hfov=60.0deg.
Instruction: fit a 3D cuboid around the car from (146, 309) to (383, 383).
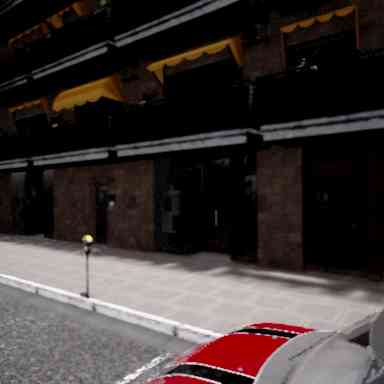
[{"bbox_3d":[1.424,1.438,1.862,4.097,1.590,1.967,-1,-1,36],"label":"car"}]
